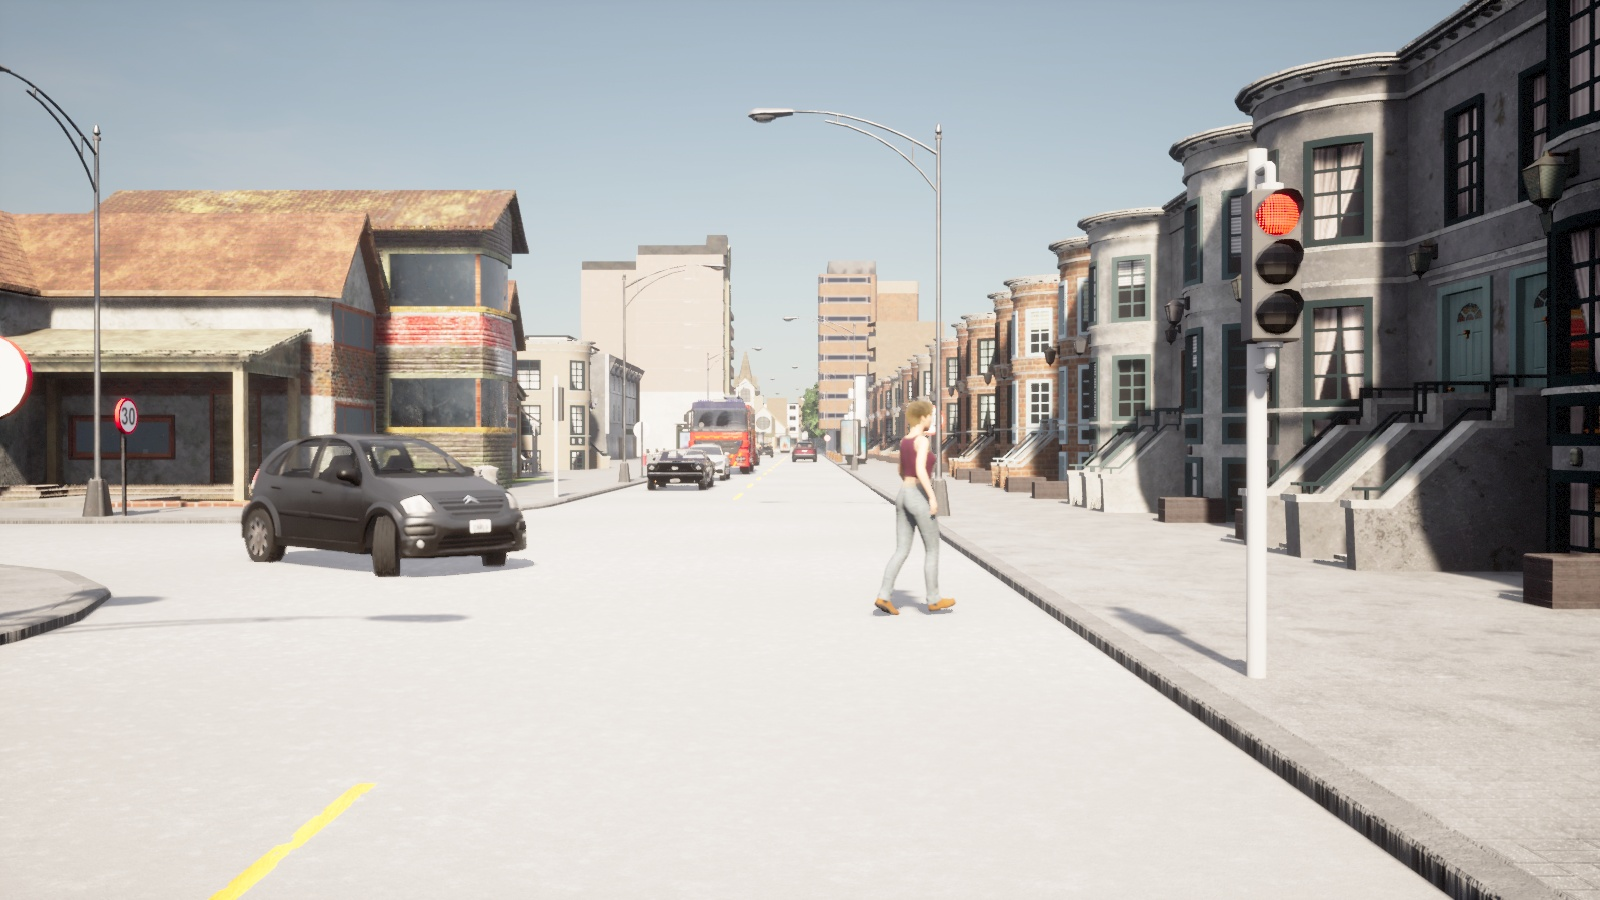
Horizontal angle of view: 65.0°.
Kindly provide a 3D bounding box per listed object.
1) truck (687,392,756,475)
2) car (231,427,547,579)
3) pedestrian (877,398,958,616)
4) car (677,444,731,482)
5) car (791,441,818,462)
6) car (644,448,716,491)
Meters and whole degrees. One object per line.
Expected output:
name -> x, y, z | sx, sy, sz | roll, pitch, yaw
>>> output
truck -> -3.776, -0.773, 62.368 | 2.891, 3.827, 8.468 | 0, 0, 0
car -> -5.089, 0.554, 15.333 | 3.988, 1.617, 1.851 | 0, 0, 40
pedestrian -> 1.014, 0.476, 10.847 | 0.594, 1.836, 0.345 | 0, 0, -25
car -> -3.820, 0.482, 50.824 | 1.812, 1.442, 4.674 | 0, 0, 0
car -> 0.358, 0.119, 98.887 | 2.033, 1.649, 4.856 | 0, 0, 0
car -> -3.852, 0.612, 41.032 | 1.895, 1.301, 4.718 | 0, 0, 0
